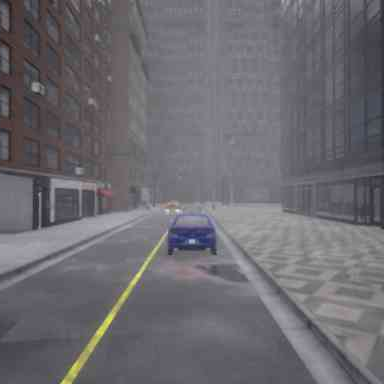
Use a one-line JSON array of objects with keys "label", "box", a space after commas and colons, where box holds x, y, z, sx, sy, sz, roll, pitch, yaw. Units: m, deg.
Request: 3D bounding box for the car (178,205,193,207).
[{"label": "car", "box": [0.007, 1.878, 28.270, 1.895, 1.301, 4.718, 0, -1, 0]}]

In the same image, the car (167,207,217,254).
[{"label": "car", "box": [0.019, 1.616, 14.257, 1.882, 1.535, 5.008, 0, 0, 0]}]

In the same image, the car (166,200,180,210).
[{"label": "car", "box": [-3.034, 2.018, 53.821, 1.882, 1.535, 5.008, 0, -1, 0]}]
